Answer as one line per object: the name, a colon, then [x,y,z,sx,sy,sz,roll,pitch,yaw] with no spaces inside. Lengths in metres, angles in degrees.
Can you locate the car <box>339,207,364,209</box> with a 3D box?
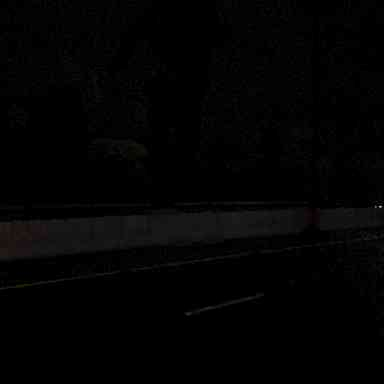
car: [19.475,1.435,39.422,4.718,1.301,1.895,0,1,-25]
